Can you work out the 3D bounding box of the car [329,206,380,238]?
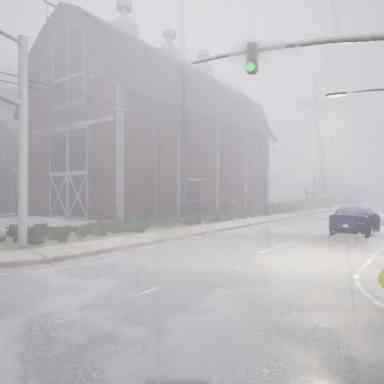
[{"bbox_3d":[8.885,1.501,18.029,1.882,1.535,5.008,0,0,36],"label":"car"}]
